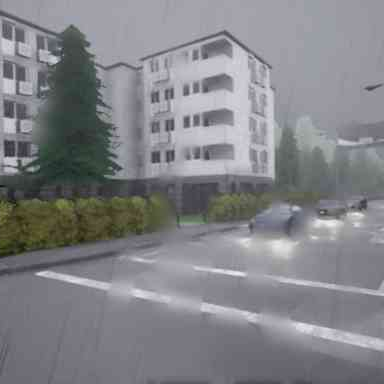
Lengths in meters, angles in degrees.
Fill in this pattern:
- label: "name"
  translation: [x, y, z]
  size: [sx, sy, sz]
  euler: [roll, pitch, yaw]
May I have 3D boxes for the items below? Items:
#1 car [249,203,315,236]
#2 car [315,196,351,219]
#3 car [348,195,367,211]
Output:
- label: "car"
  translation: [4.562, 1.302, 17.015]
  size: [1.812, 1.442, 4.674]
  euler: [-1, 0, 35]
- label: "car"
  translation: [10.292, 1.236, 25.040]
  size: [1.994, 1.385, 4.181]
  euler: [-1, 0, 36]
- label: "car"
  translation: [16.246, 1.055, 33.328]
  size: [2.128, 1.511, 4.902]
  euler: [-1, 0, 36]
